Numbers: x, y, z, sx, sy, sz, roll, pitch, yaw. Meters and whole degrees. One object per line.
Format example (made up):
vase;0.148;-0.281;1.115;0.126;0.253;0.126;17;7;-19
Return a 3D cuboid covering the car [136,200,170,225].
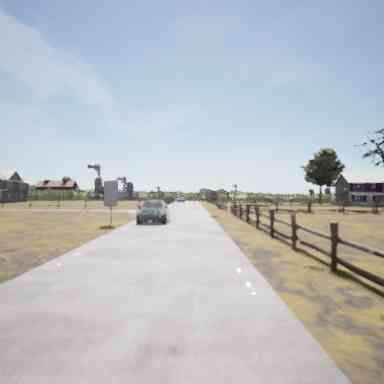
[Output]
car;-2.809;1.390;24.595;2.097;1.767;4.553;0;0;0

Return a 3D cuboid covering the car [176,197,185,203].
car;-2.785;1.897;82.557;1.882;1.535;5.008;0;-1;0
